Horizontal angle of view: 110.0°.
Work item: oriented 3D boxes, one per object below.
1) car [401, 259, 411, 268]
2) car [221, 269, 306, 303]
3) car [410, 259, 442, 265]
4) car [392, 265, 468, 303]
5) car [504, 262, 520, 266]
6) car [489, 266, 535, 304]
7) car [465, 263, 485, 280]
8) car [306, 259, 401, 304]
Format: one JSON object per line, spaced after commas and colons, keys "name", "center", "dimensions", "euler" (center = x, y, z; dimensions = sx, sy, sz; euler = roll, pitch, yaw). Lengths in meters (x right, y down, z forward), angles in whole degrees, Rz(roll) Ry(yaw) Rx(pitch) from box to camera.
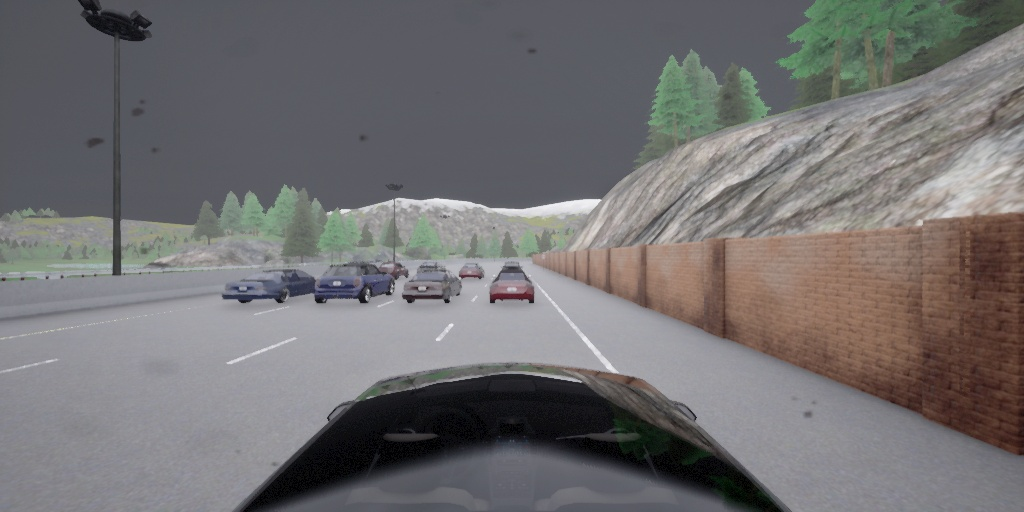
{"name": "car", "center": [-10.500, 1.280, 31.500], "dimensions": [1.812, 1.442, 4.674], "euler": [0, 0, 0]}
{"name": "car", "center": [-10.500, 1.310, 16.500], "dimensions": [2.033, 1.411, 5.357], "euler": [0, 0, 0]}
{"name": "car", "center": [-7.000, 1.242, 31.500], "dimensions": [2.128, 1.511, 4.902], "euler": [0, 0, 0]}
{"name": "car", "center": [-3.500, 1.310, 16.500], "dimensions": [2.033, 1.411, 5.357], "euler": [0, 0, 0]}
{"name": "car", "center": [0.000, 1.264, 31.500], "dimensions": [1.837, 1.490, 4.892], "euler": [0, 0, 0]}
{"name": "car", "center": [0.000, 1.320, 16.500], "dimensions": [1.994, 1.385, 4.181], "euler": [0, 0, 0]}
{"name": "car", "center": [-3.500, 1.320, 31.500], "dimensions": [1.994, 1.385, 4.181], "euler": [0, 0, 0]}
{"name": "car", "center": [-7.000, 1.113, 16.470], "dimensions": [2.097, 1.767, 4.553], "euler": [0, 0, 0]}
